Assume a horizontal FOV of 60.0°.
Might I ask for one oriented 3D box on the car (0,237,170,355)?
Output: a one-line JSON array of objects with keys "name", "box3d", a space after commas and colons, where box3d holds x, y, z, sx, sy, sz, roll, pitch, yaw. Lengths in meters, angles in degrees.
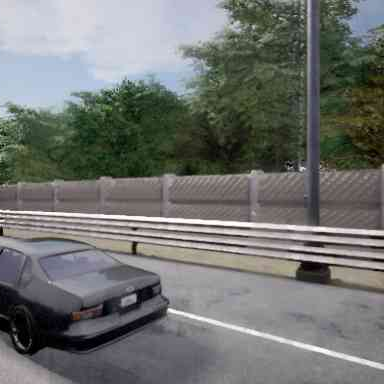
[{"name": "car", "box3d": [-2.918, 1.557, 6.074, 5.357, 1.411, 2.033, 0, 0, 36]}]
